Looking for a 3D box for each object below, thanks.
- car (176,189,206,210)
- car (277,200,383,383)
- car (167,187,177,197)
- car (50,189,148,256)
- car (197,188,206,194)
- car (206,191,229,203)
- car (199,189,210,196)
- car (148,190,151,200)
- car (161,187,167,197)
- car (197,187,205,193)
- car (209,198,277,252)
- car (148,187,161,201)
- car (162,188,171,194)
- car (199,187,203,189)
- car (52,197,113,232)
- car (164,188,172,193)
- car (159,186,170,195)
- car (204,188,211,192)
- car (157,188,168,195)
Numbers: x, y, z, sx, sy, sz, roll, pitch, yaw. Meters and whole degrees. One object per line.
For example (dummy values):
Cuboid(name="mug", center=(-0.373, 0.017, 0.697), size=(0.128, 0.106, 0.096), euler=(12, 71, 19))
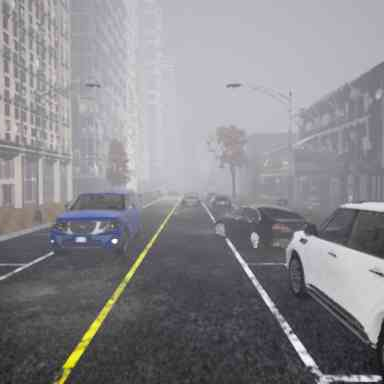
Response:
Cuboid(name="car", center=(-0.081, 0.793, 29.985), size=(2.128, 1.511, 4.902), euler=(0, 1, 0))
Cuboid(name="car", center=(3.081, 1.113, 4.763), size=(2.150, 2.045, 5.566), euler=(0, 1, 0))
Cuboid(name="car", center=(-3.316, 0.214, 59.780), size=(1.895, 1.301, 4.718), euler=(0, 1, 0))
Cuboid(name="car", center=(-3.164, 0.935, 12.222), size=(2.150, 2.045, 5.566), euler=(0, 1, 0))
Cuboid(name="car", center=(2.256, -0.296, 80.403), size=(1.947, 1.339, 4.313), euler=(-1, 1, 0))
Cuboid(name="car", center=(2.523, 0.875, 29.621), size=(1.947, 1.339, 4.313), euler=(-1, 1, 0))
Cuboid(name="car", center=(2.345, 0.093, 63.475), size=(1.947, 1.339, 4.313), euler=(-1, 1, 0))
Cuboid(name="car", center=(-5.854, 0.746, 35.274), size=(1.947, 1.339, 4.313), euler=(-1, 1, 0))
Cuboid(name="car", center=(-5.973, 0.225, 57.844), size=(1.947, 1.339, 4.313), euler=(-1, 1, 0))
Cuboid(name="car", center=(2.224, -0.551, 86.042), size=(1.967, 1.590, 4.097), euler=(-1, 1, 0))
Cuboid(name="car", center=(2.503, 1.208, 12.640), size=(1.837, 1.490, 4.892), euler=(0, 1, -19))
Cuboid(name="car", center=(-5.915, 0.359, 46.556), size=(1.967, 1.590, 4.097), euler=(-1, 1, 0))
Cuboid(name="car", center=(-6.128, -0.278, 80.414), size=(1.802, 1.307, 4.206), euler=(-1, 1, 0))
Cuboid(name="car", center=(2.403, 0.308, 52.359), size=(1.752, 1.417, 4.829), euler=(-1, 1, 0))
Cuboid(name="car", center=(-5.765, 1.102, 18.176), size=(1.752, 1.417, 4.829), euler=(-1, 1, 0))
Cuboid(name="car", center=(-6.154, -0.423, 86.057), size=(1.947, 1.339, 4.313), euler=(-1, 1, 0))
Cuboid(name="car", center=(-6.107, -0.415, 74.766), size=(2.192, 1.841, 5.009), euler=(-1, 1, 0))
Cuboid(name="car", center=(2.463, 0.593, 40.905), size=(1.887, 1.381, 4.507), euler=(-1, 1, 0))
Cuboid(name="car", center=(-6.049, -0.050, 69.129), size=(2.008, 1.369, 4.403), euler=(-1, 1, 0))
